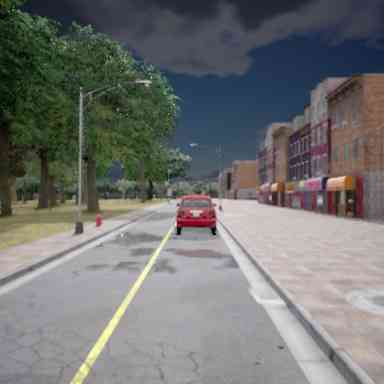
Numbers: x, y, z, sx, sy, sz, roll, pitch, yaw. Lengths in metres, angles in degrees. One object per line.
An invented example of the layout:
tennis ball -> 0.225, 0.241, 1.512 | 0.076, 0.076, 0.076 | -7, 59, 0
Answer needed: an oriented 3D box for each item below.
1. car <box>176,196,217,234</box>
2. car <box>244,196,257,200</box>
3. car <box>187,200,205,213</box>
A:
car -> 0.248, 1.240, 19.409 | 2.150, 2.045, 5.566 | 0, 0, 0
car -> 16.215, 1.707, 89.249 | 4.403, 1.369, 2.008 | 0, -1, 0
car -> 0.412, 1.623, 38.954 | 1.994, 1.385, 4.181 | 0, 0, 0
